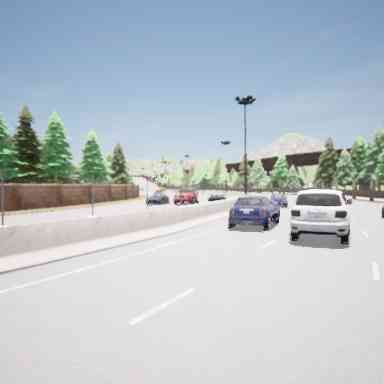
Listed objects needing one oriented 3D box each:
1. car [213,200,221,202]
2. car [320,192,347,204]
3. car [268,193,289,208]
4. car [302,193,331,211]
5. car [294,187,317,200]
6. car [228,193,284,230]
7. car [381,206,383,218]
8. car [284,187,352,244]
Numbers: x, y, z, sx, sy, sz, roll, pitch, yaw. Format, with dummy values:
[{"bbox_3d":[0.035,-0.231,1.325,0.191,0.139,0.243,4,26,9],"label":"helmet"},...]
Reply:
[{"bbox_3d":[3.004,0.857,41.166,1.895,1.301,4.718,0,1,10],"label":"car"},{"bbox_3d":[17.695,0.723,41.787,1.994,1.385,4.181,0,1,7],"label":"car"},{"bbox_3d":[9.273,0.859,35.901,2.033,1.411,5.357,0,1,13],"label":"car"},{"bbox_3d":[12.008,0.905,32.359,2.033,1.411,5.357,0,1,14],"label":"car"},{"bbox_3d":[18.922,0.130,55.660,2.150,2.045,5.566,0,1,1],"label":"car"},{"bbox_3d":[3.573,1.002,18.552,2.097,1.767,4.553,0,1,23],"label":"car"},{"bbox_3d":[13.152,1.083,20.671,1.812,1.442,4.674,0,1,20],"label":"car"},{"bbox_3d":[5.701,0.929,14.603,2.150,2.045,5.566,0,1,25],"label":"car"}]
